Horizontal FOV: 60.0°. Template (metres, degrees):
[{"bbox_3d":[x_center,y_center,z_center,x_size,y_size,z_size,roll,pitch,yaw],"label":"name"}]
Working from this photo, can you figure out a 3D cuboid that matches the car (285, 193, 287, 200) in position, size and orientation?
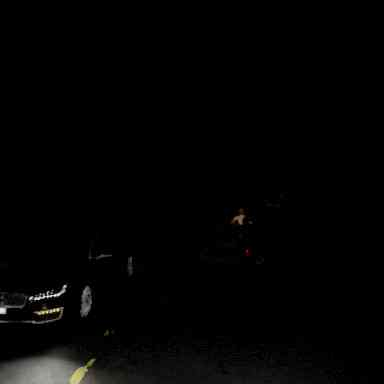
[{"bbox_3d":[19.388,0.918,71.452,1.837,1.490,4.892,1,1,19],"label":"car"}]

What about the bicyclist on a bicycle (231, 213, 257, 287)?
[{"bbox_3d":[1.371,1.462,8.410,0.582,1.620,1.656,0,0,5],"label":"bicyclist on a bicycle"}]

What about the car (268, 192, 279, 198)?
[{"bbox_3d":[20.432,0.722,83.482,2.033,1.411,5.357,1,1,19],"label":"car"}]

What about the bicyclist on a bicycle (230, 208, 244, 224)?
[{"bbox_3d":[1.902,1.438,12.911,0.866,1.612,1.509,1,0,8],"label":"bicyclist on a bicycle"}]

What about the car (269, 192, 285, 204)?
[{"bbox_3d":[14.163,1.113,56.264,1.882,1.535,5.008,1,1,19],"label":"car"}]

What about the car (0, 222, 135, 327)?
[{"bbox_3d":[-2.607,1.495,7.321,1.837,1.490,4.892,0,0,5],"label":"car"}]
